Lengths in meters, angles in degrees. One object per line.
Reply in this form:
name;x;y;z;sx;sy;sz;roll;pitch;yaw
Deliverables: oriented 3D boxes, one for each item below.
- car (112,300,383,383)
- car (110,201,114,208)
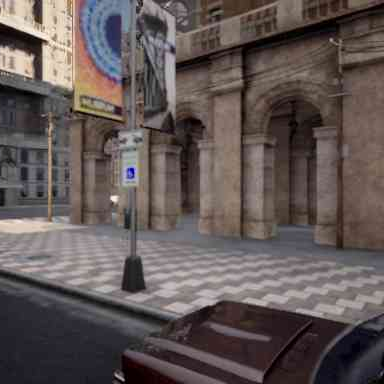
car;1.614;1.595;2.410;4.718;1.301;1.895;0;0;35
car;-12.853;1.560;46.116;1.994;1.385;4.181;0;0;36
